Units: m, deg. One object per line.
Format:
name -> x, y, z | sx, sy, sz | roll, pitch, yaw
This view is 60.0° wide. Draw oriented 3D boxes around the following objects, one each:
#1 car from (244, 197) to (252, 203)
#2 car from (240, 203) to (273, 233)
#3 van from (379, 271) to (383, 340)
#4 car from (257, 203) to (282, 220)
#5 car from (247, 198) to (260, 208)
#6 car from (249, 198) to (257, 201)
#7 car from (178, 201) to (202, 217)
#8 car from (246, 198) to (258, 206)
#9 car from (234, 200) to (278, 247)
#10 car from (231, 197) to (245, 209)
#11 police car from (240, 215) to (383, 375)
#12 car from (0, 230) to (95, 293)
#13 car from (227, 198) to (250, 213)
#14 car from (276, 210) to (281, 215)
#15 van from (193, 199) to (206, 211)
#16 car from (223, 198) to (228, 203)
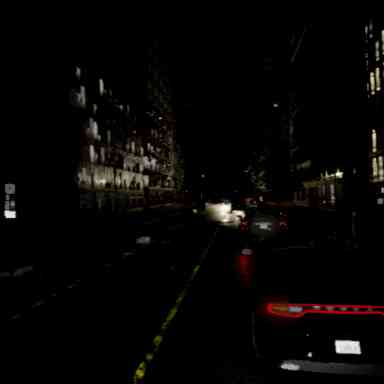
car -> 14.628, 2.174, 87.370 | 1.887, 1.381, 4.507 | -1, -1, 8
car -> 4.106, 1.625, 22.012 | 1.801, 1.575, 5.366 | -1, -1, 8
van -> 3.338, 1.298, 2.737 | 1.690, 1.788, 3.998 | -1, -1, 8
car -> 7.106, 1.789, 30.945 | 1.802, 1.307, 4.206 | -1, -1, 8
car -> 10.864, 1.870, 59.159 | 1.967, 1.590, 4.097 | -1, -1, 8
car -> 8.610, 1.853, 42.230 | 2.008, 1.369, 4.403 | -1, -1, 8
car -> -0.447, 2.014, 37.697 | 2.008, 1.369, 4.403 | -1, -1, 8
car -> 11.616, 1.911, 64.801 | 1.967, 1.590, 4.097 | -1, -1, 8
car -> 3.231, 1.468, 15.846 | 2.097, 1.767, 4.553 | -1, -1, 7
car -> 7.776, 1.826, 56.369 | 2.097, 1.767, 4.553 | -1, -1, 8
police car -> 1.980, 1.454, 6.073 | 1.930, 1.638, 5.238 | -1, -1, 8
car -> -4.209, 1.796, 9.484 | 1.802, 1.307, 4.206 | -1, -1, 8
car -> 5.994, 1.722, 42.910 | 2.097, 1.767, 4.553 | -1, -1, 8
car -> 4.848, 1.639, 14.018 | 1.802, 1.307, 4.206 | -1, -1, 8
van -> 1.053, 1.895, 48.984 | 1.690, 1.788, 3.998 | -1, -1, 8
car -> 9.464, 2.271, 91.704 | 1.882, 1.535, 5.008 | -1, -1, 8
